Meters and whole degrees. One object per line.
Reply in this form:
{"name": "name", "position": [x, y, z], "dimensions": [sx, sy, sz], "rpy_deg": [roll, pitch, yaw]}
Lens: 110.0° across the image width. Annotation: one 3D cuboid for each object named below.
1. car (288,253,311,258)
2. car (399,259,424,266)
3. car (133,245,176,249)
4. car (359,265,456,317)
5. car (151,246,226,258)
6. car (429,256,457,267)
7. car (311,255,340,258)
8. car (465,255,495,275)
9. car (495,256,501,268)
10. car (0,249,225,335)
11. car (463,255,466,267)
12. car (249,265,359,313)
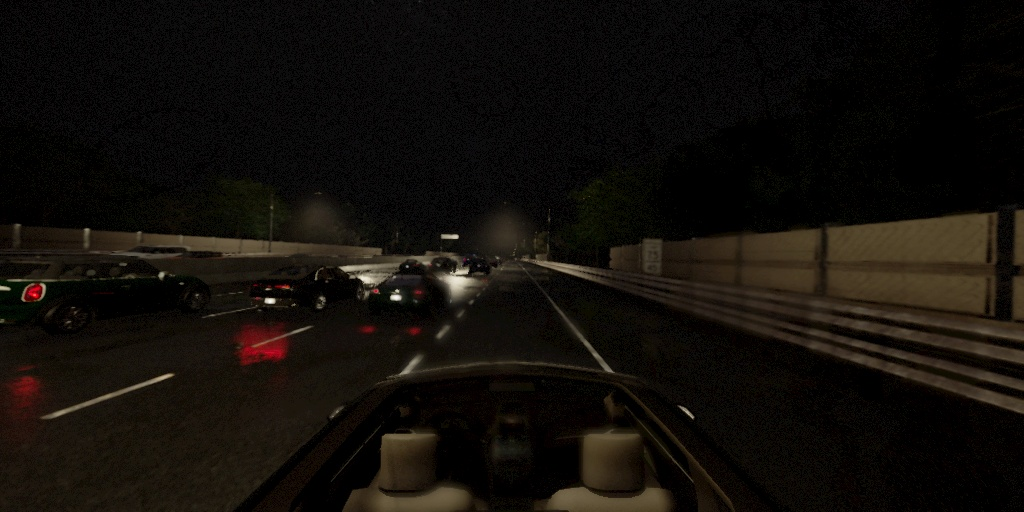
{"name": "car", "position": [-27.809, 0.417, 47.594], "dimensions": [1.882, 1.535, 5.008], "rpy_deg": [2, 0, 0]}
{"name": "car", "position": [-10.341, 1.024, 37.415], "dimensions": [1.994, 1.385, 4.181], "rpy_deg": [2, 0, 0]}
{"name": "car", "position": [-27.922, 0.138, 27.963], "dimensions": [2.150, 2.045, 5.566], "rpy_deg": [2, 0, 1]}
{"name": "car", "position": [-3.453, 1.216, 12.731], "dimensions": [1.994, 1.385, 4.181], "rpy_deg": [2, 0, 0]}
{"name": "car", "position": [-24.433, 0.372, 27.720], "dimensions": [2.097, 1.767, 4.553], "rpy_deg": [2, 0, 1]}
{"name": "car", "position": [-6.841, 0.917, 35.647], "dimensions": [2.097, 1.767, 4.553], "rpy_deg": [2, 0, 0]}
{"name": "car", "position": [-24.309, 0.647, 47.926], "dimensions": [1.895, 1.301, 4.718], "rpy_deg": [2, 0, 0]}
{"name": "car", "position": [-3.335, 1.027, 38.171], "dimensions": [2.097, 1.767, 4.553], "rpy_deg": [2, 0, 0]}
{"name": "car", "position": [-3.304, 1.187, 59.459], "dimensions": [1.882, 1.535, 5.008], "rpy_deg": [2, 0, 0]}
{"name": "car", "position": [-10.467, 0.787, 9.339], "dimensions": [2.097, 1.767, 4.553], "rpy_deg": [2, 0, 0]}
{"name": "car", "position": [-6.793, 0.824, 59.534], "dimensions": [2.150, 2.045, 5.566], "rpy_deg": [2, 0, 0]}
{"name": "car", "position": [-6.952, 1.051, 12.760], "dimensions": [1.837, 1.490, 4.892], "rpy_deg": [2, 0, 0]}
